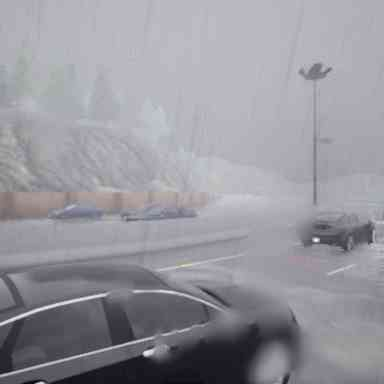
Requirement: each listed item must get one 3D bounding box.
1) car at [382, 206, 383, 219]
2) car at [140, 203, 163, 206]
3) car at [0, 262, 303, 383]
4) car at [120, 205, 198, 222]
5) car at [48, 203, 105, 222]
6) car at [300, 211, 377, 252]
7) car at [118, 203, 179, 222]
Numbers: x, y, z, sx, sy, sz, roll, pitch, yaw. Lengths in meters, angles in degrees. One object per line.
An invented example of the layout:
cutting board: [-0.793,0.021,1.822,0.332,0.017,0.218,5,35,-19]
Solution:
car: [18.465,1.701,30.352,1.812,1.442,4.674,0,0,30]
car: [-1.808,1.698,26.208,2.033,1.411,5.357,0,0,42]
car: [-0.850,1.526,3.427,4.892,1.490,1.837,0,0,-36]
car: [-2.010,1.721,20.962,1.895,1.301,4.718,0,0,45]
car: [-9.686,1.687,28.138,4.674,1.442,1.812,0,0,-45]
car: [6.449,1.589,14.446,1.837,1.490,4.892,0,0,45]
car: [-3.691,1.715,29.294,2.033,1.411,5.357,0,0,41]
